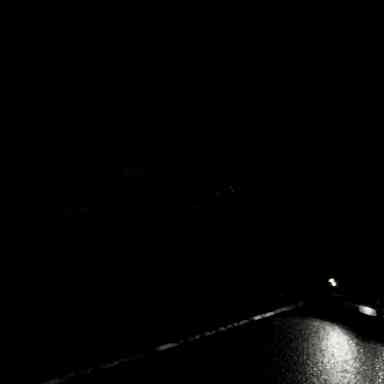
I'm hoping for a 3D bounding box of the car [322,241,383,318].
[{"bbox_3d":[5.024,1.539,6.959,5.357,1.411,2.033,0,0,-35],"label":"car"}]
